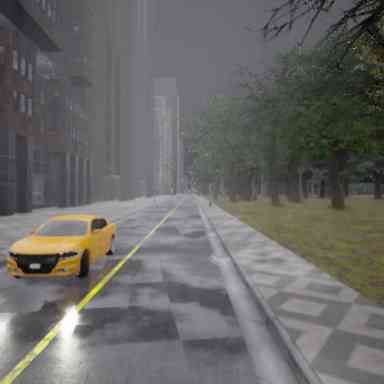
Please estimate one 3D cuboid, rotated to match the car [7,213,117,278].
[{"bbox_3d":[-3.700,1.469,10.340,1.882,1.535,5.008,0,0,0],"label":"car"}]
